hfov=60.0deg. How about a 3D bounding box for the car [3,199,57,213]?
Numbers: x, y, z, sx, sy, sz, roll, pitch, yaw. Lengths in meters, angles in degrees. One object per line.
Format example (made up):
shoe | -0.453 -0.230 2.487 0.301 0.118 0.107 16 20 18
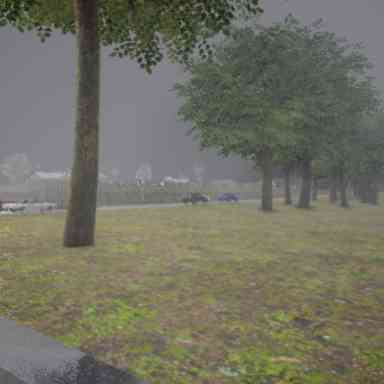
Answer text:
car | -16.302 1.403 33.805 1.895 1.301 4.718 -1 -1 35

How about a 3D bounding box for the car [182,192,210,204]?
car | 0.485 1.011 57.671 2.150 2.045 5.566 -1 0 36

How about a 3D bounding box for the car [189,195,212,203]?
car | 1.649 1.330 64.172 1.882 1.535 5.008 -1 0 35

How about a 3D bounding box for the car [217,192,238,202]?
car | 7.264 1.018 67.393 2.150 2.045 5.566 -1 0 35
